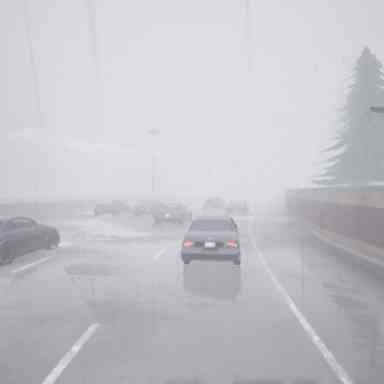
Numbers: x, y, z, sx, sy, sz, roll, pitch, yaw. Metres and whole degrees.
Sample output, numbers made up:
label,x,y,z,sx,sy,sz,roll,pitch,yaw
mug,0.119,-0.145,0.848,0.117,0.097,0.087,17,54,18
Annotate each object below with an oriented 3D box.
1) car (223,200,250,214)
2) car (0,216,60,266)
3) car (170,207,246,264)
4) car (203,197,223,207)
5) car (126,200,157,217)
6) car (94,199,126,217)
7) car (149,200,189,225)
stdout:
label,x,y,z,sx,sy,sz,roll,pitch,yaw
car,4.604,1.430,32.774,1.895,1.301,4.718,0,0,15
car,-6.248,1.484,11.283,1.994,1.385,4.181,0,0,5
car,0.747,1.484,11.650,2.033,1.411,5.357,0,0,6
car,2.662,1.296,38.549,1.837,1.490,4.892,0,0,17
car,-3.524,1.375,29.077,2.033,1.411,5.357,0,0,13
car,-6.981,1.342,29.454,1.812,1.442,4.674,0,0,12
car,-1.192,1.433,22.702,1.994,1.385,4.181,0,0,10
